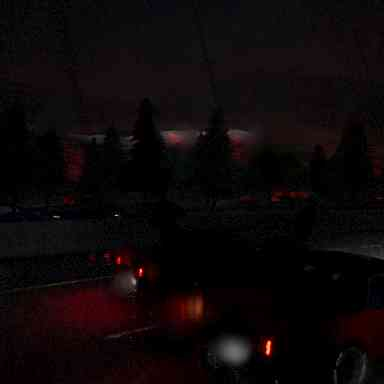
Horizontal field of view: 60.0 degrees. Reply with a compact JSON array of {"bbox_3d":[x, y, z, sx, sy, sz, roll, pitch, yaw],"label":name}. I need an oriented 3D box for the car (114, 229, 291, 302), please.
[{"bbox_3d":[0.671,1.574,8.056,4.718,1.301,1.895,0,0,-31],"label":"car"}]

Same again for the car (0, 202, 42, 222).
[{"bbox_3d":[-12.306,1.443,20.758,5.357,1.411,2.033,0,0,-34],"label":"car"}]

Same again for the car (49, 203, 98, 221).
[{"bbox_3d":[-6.054,1.391,20.434,5.008,1.535,1.882,0,0,-30],"label":"car"}]

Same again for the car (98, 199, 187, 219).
[{"bbox_3d":[-2.544,1.282,18.393,4.553,1.767,2.097,0,0,-28],"label":"car"}]

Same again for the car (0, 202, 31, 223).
[{"bbox_3d":[-13.924,1.445,23.759,4.181,1.385,1.994,0,0,-33],"label":"car"}]

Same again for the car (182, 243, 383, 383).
[{"bbox_3d":[2.406,1.589,5.045,4.718,1.301,1.895,0,0,-31],"label":"car"}]
